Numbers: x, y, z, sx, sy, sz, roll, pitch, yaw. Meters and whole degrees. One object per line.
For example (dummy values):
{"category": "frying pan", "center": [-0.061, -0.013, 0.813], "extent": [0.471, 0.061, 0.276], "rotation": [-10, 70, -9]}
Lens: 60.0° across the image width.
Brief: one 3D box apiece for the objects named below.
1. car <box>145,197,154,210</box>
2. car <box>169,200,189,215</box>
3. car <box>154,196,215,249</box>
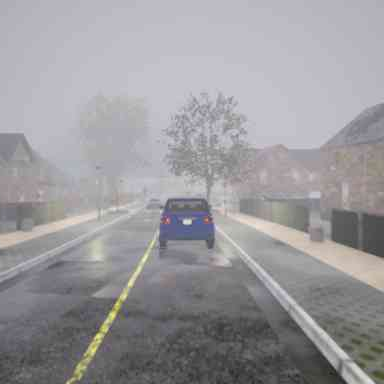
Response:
{"category": "car", "center": [-4.653, 1.448, 41.399], "extent": [1.837, 1.490, 4.892], "rotation": [0, 0, -4]}
{"category": "car", "center": [-1.349, 1.531, 34.068], "extent": [1.895, 1.301, 4.718], "rotation": [0, 0, -3]}
{"category": "car", "center": [-0.265, 1.170, 14.564], "extent": [2.150, 2.045, 5.566], "rotation": [0, 0, -2]}
